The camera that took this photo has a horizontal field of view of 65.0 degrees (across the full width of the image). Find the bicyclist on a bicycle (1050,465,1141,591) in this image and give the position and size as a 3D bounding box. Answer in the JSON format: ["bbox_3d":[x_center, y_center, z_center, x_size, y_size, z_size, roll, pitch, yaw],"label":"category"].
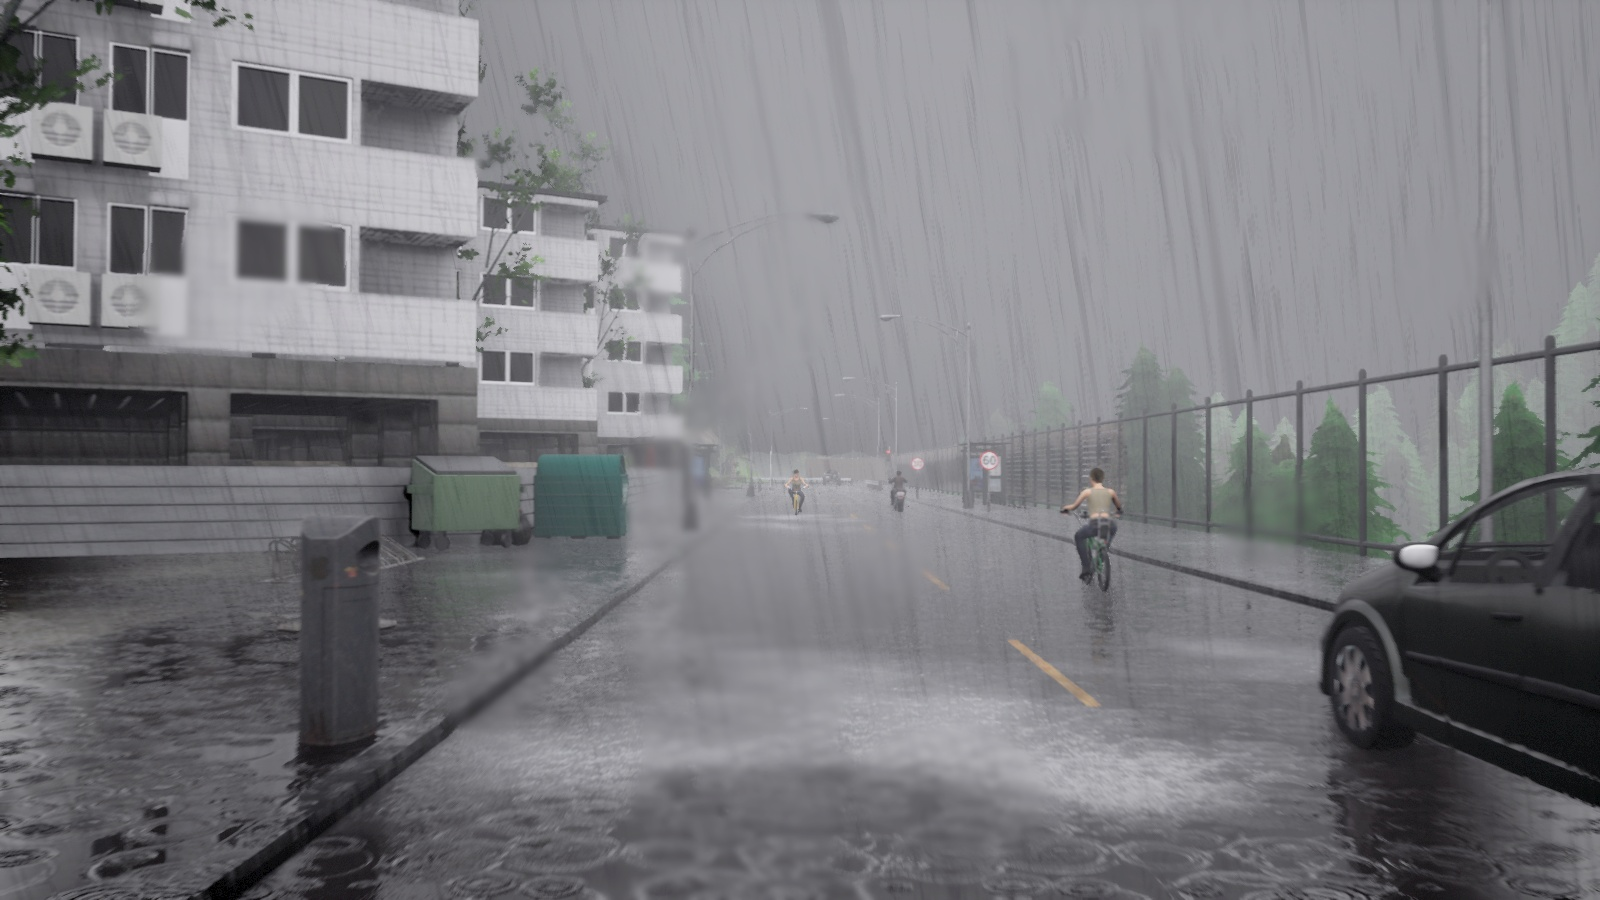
[{"bbox_3d":[3.950,1.019,16.923,0.866,1.612,1.509,0,-1,0],"label":"bicyclist on a bicycle"}]

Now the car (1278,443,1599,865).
[{"bbox_3d":[3.982,0.798,6.011,1.851,1.617,3.988,0,-1,0],"label":"car"}]

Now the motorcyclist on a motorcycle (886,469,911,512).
[{"bbox_3d":[3.872,1.579,49.524,0.766,1.649,2.350,0,-1,0],"label":"motorcyclist on a motorcycle"}]
